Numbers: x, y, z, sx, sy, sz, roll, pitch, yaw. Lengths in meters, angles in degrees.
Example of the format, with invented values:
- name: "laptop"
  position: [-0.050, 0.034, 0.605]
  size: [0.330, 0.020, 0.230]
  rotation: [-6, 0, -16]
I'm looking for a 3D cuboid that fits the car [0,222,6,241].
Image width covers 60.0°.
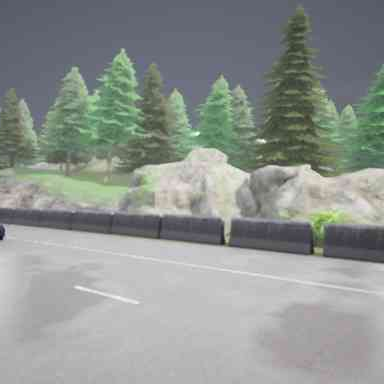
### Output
- name: "car"
  position: [-10.705, 1.625, 15.797]
  size: [4.181, 1.385, 1.994]
  rotation: [0, 0, 35]
